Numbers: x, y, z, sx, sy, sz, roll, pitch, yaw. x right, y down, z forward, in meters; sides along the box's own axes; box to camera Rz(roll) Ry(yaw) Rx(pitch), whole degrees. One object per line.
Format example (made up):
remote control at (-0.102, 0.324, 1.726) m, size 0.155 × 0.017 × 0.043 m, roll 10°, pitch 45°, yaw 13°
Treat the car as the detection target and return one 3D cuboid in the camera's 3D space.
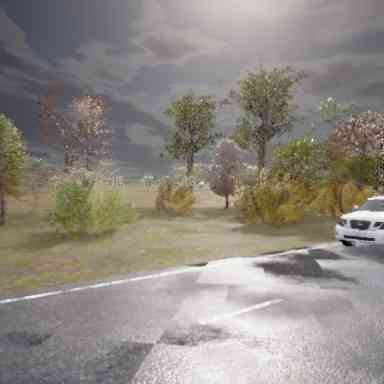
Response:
car at (8.198, 1.146, 13.527) m, size 5.566 × 2.045 × 2.150 m, roll 0°, pitch 0°, yaw -35°
